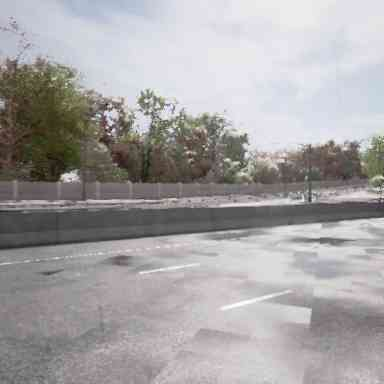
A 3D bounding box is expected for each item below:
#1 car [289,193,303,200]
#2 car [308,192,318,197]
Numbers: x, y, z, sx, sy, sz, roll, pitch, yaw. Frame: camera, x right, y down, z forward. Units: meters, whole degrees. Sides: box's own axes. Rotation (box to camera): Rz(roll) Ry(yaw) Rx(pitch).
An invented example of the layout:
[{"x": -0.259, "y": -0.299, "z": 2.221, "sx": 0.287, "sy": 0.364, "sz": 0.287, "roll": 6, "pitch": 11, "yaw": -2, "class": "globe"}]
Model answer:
[{"x": 22.174, "y": 1.017, "z": 70.833, "sx": 1.812, "sy": 1.442, "sz": 4.674, "roll": 0, "pitch": 1, "yaw": 31, "class": "car"}, {"x": 30.743, "y": 0.652, "z": 84.133, "sx": 1.994, "sy": 1.385, "sz": 4.181, "roll": 0, "pitch": 2, "yaw": 34, "class": "car"}]
